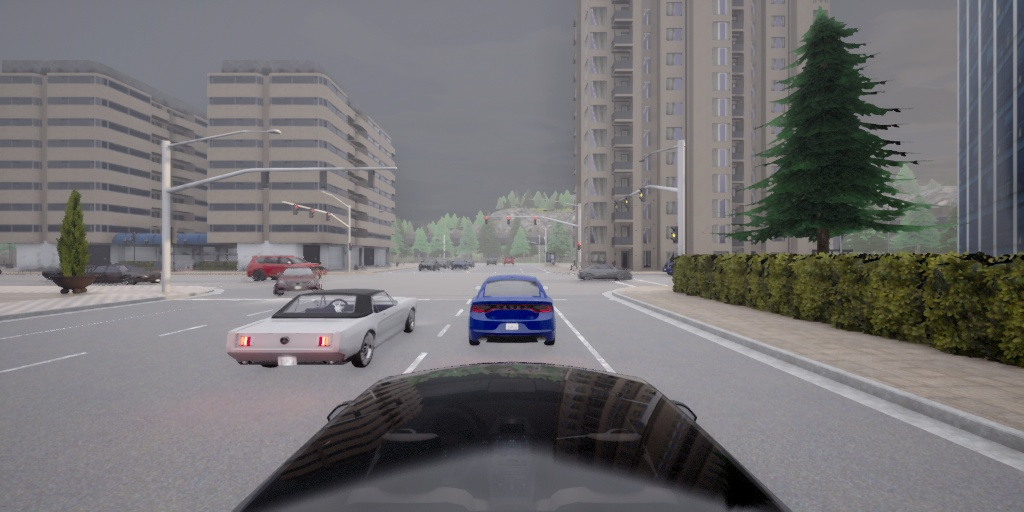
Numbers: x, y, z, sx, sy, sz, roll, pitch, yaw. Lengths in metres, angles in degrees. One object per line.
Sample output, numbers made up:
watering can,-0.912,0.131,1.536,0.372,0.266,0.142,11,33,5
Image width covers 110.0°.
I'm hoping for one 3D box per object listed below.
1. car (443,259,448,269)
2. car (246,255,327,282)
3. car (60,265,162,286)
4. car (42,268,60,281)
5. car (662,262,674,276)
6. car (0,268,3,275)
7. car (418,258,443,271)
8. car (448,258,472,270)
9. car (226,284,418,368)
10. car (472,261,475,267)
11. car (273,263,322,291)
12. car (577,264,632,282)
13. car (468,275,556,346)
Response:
car,-11.083,1.255,56.976,1.837,1.490,4.892,0,0,0
car,-17.712,0.972,28.271,5.566,2.045,2.150,0,0,0
car,-27.117,1.297,24.776,5.357,1.411,2.033,0,0,0
car,-33.589,1.351,28.284,4.718,1.301,1.895,0,0,0
car,17.893,0.971,35.428,5.566,2.045,2.150,0,0,0
car,-53.615,1.314,35.507,4.181,1.385,1.994,0,0,0
car,-11.011,1.102,47.891,2.097,1.767,4.553,0,0,0
car,-7.546,1.102,52.110,2.097,1.767,4.553,0,0,0
car,-3.496,1.351,7.815,1.895,1.301,4.718,0,0,0
car,-7.610,1.297,62.551,2.033,1.411,5.357,0,0,1
car,-11.561,1.276,19.466,1.812,1.442,4.674,1,-1,-30
car,7.265,1.314,28.239,4.181,1.385,1.994,0,0,0
car,-0.004,1.228,9.481,1.882,1.535,5.008,0,0,0
